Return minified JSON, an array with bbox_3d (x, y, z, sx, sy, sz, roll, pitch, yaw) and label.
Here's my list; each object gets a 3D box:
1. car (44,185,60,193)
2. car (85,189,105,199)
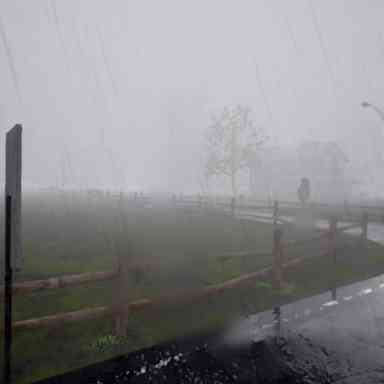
[{"bbox_3d":[-36.054,-0.840,86.391,2.150,2.045,5.566,1,1,-35],"label":"car"},{"bbox_3d":[-15.368,0.308,52.494,1.837,1.490,4.892,1,1,-35],"label":"car"}]
